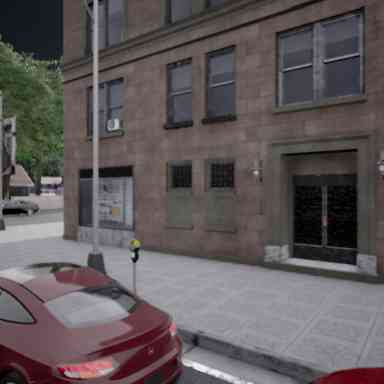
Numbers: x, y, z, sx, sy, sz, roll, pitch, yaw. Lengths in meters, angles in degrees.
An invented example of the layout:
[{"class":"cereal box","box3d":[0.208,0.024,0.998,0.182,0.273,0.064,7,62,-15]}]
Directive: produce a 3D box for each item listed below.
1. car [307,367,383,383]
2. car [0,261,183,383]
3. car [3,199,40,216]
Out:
[{"class":"car","box3d":[2.454,1.545,1.058,4.507,1.381,1.887,0,0,36]},{"class":"car","box3d":[-2.038,1.582,4.262,4.206,1.307,1.802,0,0,36]},{"class":"car","box3d":[-15.684,1.396,28.605,2.128,1.511,4.902,0,0,34]}]
